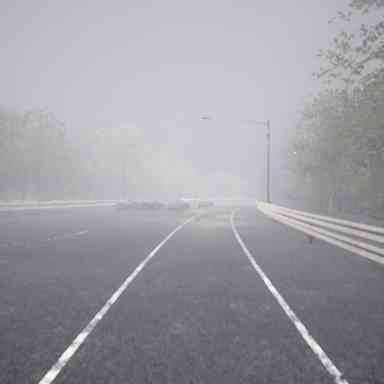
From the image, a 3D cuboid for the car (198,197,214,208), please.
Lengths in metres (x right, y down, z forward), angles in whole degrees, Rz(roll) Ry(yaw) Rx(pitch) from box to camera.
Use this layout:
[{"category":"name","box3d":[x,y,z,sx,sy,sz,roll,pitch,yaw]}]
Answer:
[{"category":"car","box3d":[2.411,1.975,56.439,1.994,1.385,4.181,0,-1,15]}]

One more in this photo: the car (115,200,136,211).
[{"category":"car","box3d":[-8.299,1.702,43.175,1.812,1.442,4.674,0,-1,15]}]

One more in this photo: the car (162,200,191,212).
[{"category":"car","box3d":[-1.562,1.752,41.251,2.033,1.411,5.357,0,-1,15]}]

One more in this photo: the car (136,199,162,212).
[{"category":"car","box3d":[-4.926,1.668,42.235,1.882,1.535,5.008,0,-1,15]}]
